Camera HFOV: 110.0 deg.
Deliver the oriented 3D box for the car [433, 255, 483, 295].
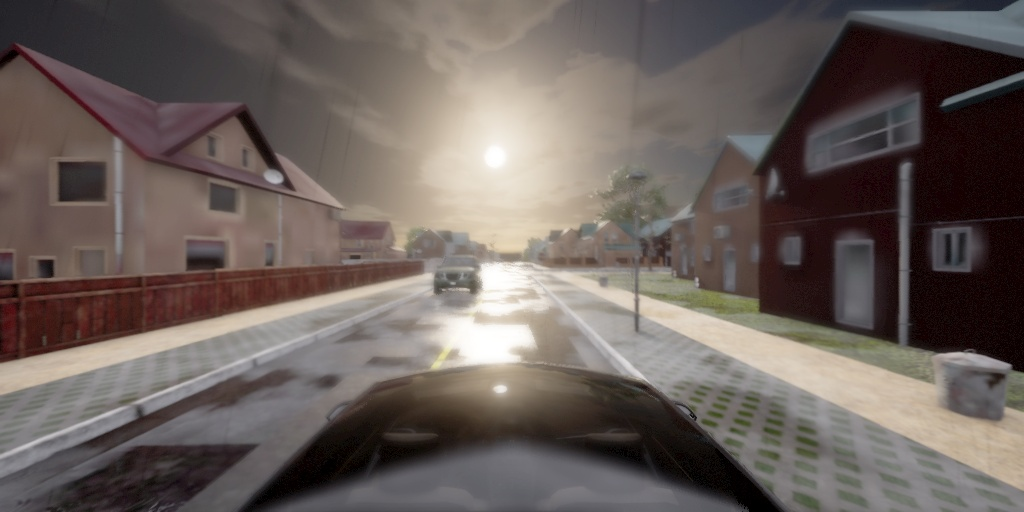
[{"bbox_3d":[-2.839,0.969,20.033,2.150,2.045,5.566,0,0,0],"label":"car"}]
